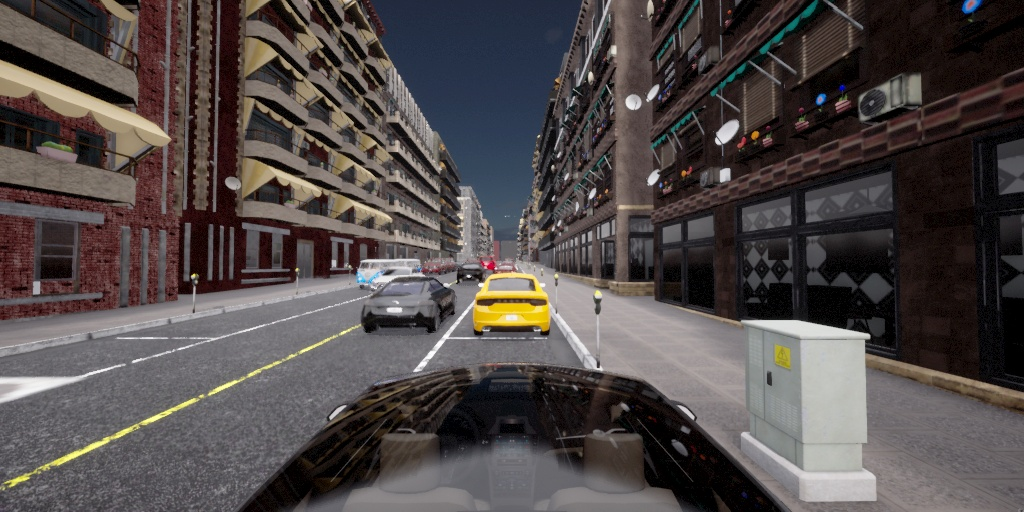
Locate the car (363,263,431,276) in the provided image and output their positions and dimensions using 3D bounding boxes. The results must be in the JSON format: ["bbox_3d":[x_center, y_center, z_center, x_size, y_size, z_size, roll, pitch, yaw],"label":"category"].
[{"bbox_3d":[-5.869,1.288,18.955,1.812,1.442,4.674,0,0,0],"label":"car"}]

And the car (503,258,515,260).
[{"bbox_3d":[-0.445,1.240,39.134,1.967,1.591,4.097,0,0,0],"label":"car"}]

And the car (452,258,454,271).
[{"bbox_3d":[-8.335,1.128,44.724,2.192,1.841,5.009,0,0,0],"label":"car"}]

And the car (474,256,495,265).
[{"bbox_3d":[-2.922,1.032,43.342,2.150,2.045,5.566,0,0,0],"label":"car"}]

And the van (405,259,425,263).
[{"bbox_3d":[-8.335,1.118,28.134,1.690,1.789,3.998,0,0,0],"label":"van"}]

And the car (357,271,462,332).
[{"bbox_3d":[-2.922,1.319,10.938,1.994,1.385,4.181,0,0,0],"label":"car"}]

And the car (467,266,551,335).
[{"bbox_3d":[-0.006,1.232,10.503,1.882,1.535,5.008,0,0,0],"label":"car"}]

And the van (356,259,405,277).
[{"bbox_3d":[-8.335,1.108,22.603,1.690,1.789,3.998,0,0,0],"label":"van"}]

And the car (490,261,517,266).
[{"bbox_3d":[-0.452,1.322,28.072,1.888,1.381,4.507,0,0,0],"label":"car"}]

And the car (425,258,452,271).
[{"bbox_3d":[-8.335,1.115,39.194,2.192,1.841,5.009,0,0,0],"label":"car"}]

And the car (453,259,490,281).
[{"bbox_3d":[-3.021,1.253,27.520,1.882,1.535,5.008,0,0,0],"label":"car"}]
